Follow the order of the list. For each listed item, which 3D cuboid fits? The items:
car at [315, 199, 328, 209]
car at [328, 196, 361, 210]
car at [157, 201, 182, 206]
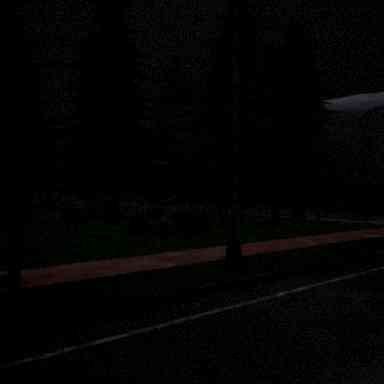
[{"bbox_3d":[19.239,1.431,47.092,3.866,1.878,1.905,0,0,-37],"label":"car"},{"bbox_3d":[21.056,1.432,45.312,4.605,1.855,1.932,0,0,-37],"label":"car"},{"bbox_3d":[-3.884,1.719,56.740,2.033,1.411,5.357,0,0,-40],"label":"car"}]
